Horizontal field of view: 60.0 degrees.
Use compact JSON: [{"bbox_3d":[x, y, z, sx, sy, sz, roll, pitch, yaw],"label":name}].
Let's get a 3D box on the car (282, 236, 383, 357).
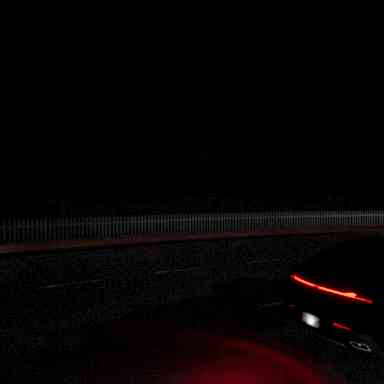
[{"bbox_3d":[3.763,1.499,5.396,4.892,1.490,1.837,2,-1,-25],"label":"car"}]
